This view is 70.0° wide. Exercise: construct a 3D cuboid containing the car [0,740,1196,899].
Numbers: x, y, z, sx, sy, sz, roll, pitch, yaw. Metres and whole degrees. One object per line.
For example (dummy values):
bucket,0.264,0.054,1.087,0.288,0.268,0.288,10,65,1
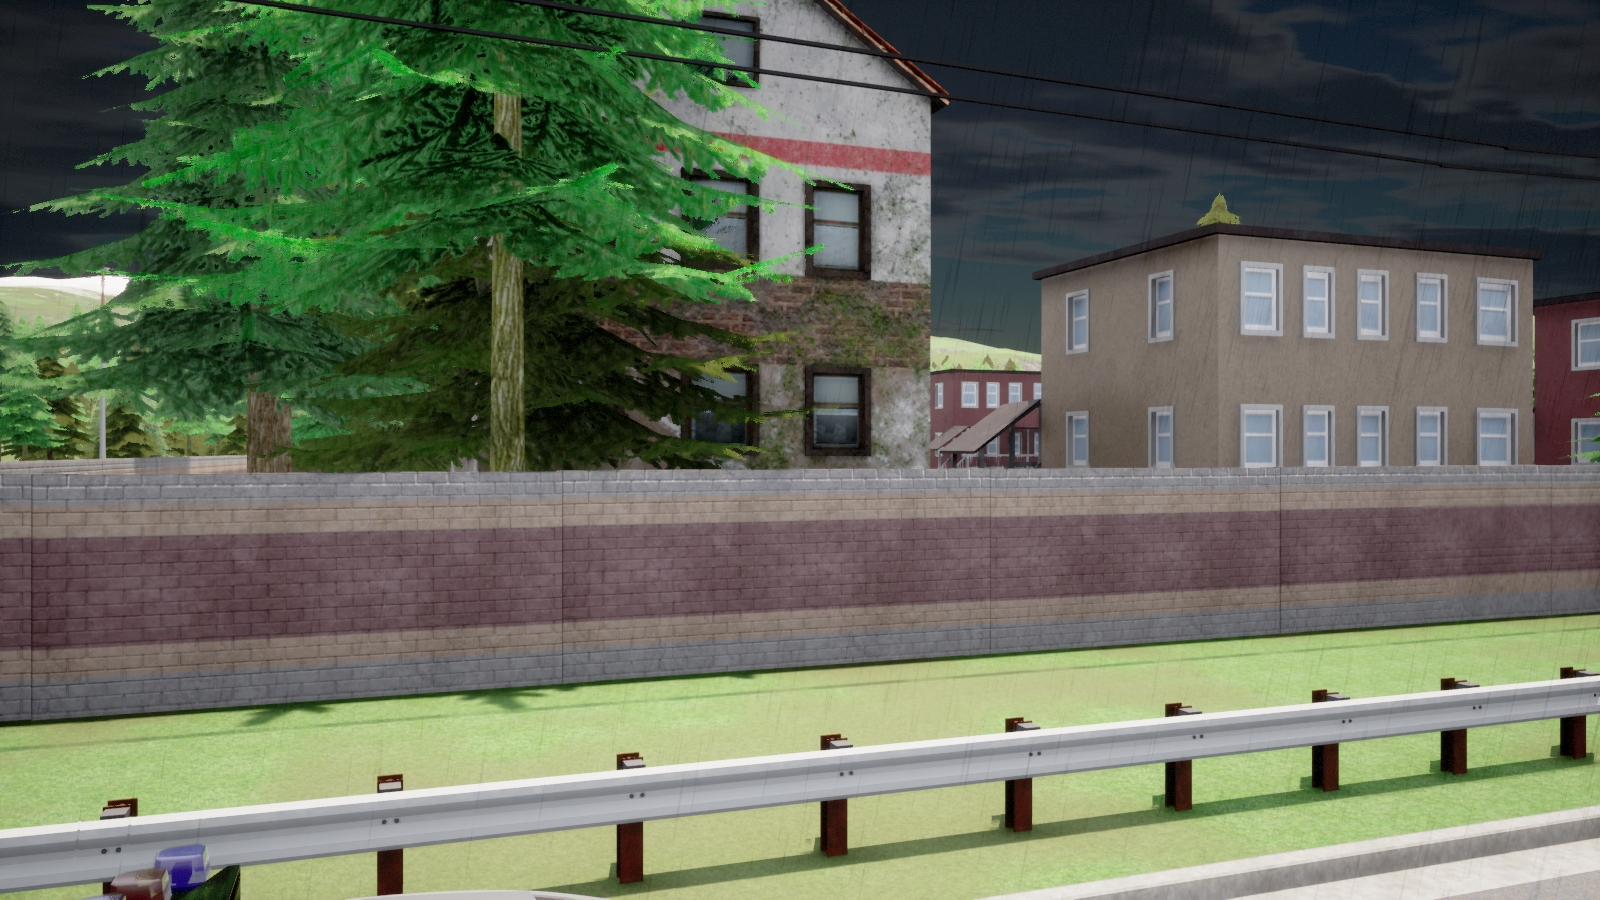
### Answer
car,-1.671,1.982,2.695,5.238,1.638,2.097,0,0,-20
